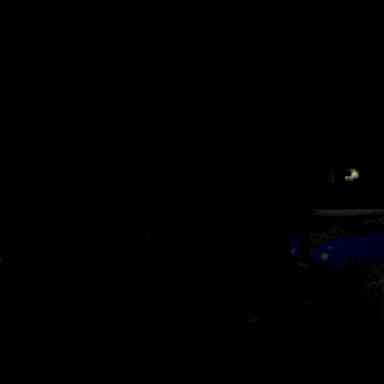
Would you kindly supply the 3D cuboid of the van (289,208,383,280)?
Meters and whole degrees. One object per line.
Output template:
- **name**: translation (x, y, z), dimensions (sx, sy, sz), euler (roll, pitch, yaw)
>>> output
- **van**: translation (4.580, 1.388, 9.804), dimensions (3.998, 1.788, 1.690), euler (0, -1, -35)
